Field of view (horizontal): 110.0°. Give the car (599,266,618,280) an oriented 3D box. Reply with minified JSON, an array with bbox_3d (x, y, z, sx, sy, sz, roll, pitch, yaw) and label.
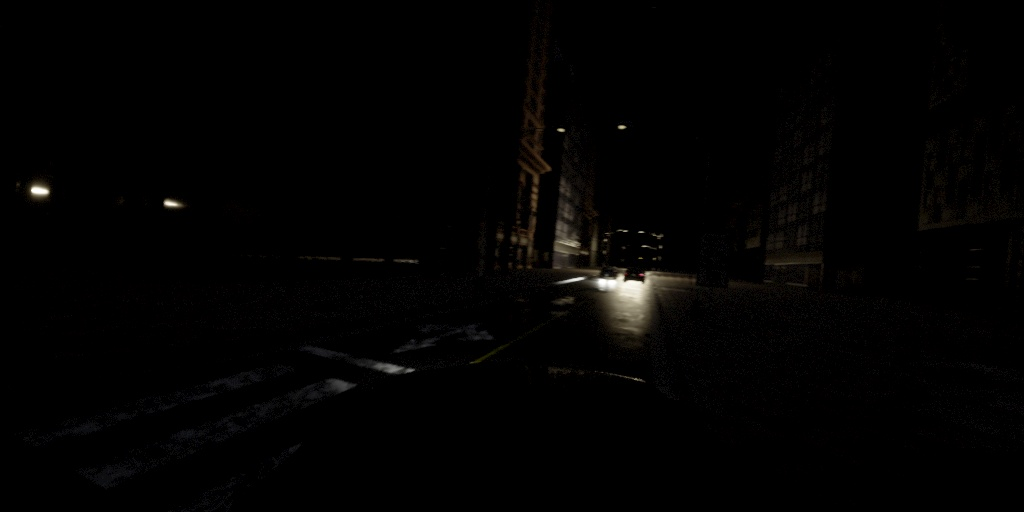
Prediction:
[{"bbox_3d":[11.805,1.988,43.501,2.128,1.511,4.902,5,0,21],"label":"car"}]

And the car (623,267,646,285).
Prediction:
[{"bbox_3d":[13.130,1.988,38.372,2.097,1.767,4.553,5,0,21],"label":"car"}]
